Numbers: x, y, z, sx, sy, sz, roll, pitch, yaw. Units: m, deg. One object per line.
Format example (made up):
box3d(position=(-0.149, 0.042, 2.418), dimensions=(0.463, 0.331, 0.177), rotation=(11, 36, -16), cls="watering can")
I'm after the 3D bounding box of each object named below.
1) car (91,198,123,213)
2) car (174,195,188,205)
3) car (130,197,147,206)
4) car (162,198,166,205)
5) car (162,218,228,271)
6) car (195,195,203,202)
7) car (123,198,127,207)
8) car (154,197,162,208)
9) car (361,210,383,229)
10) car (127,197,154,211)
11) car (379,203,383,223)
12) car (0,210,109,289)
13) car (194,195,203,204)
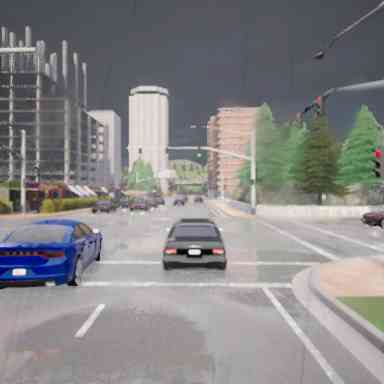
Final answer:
box3d(position=(-9.815, 1.607, 37.801), dimensions=(2.033, 1.411, 5.357), rotation=(0, 0, 1), cls="car")
box3d(position=(-2.167, 1.614, 59.233), dimensions=(1.812, 1.442, 4.674), rotation=(0, 0, 1), cls="car")
box3d(position=(-9.334, 1.637, 58.393), dimensions=(2.033, 1.411, 5.357), rotation=(0, 0, 2), cls="car")
box3d(position=(-5.822, 1.653, 58.933), dimensions=(1.994, 1.385, 4.181), rotation=(0, 0, 2), cls="car")
box3d(position=(0.086, 1.564, 10.886), dimensions=(2.033, 1.411, 5.357), rotation=(0, 0, 0), cls="car")
box3d(position=(1.603, 1.442, 78.274), dimensions=(1.837, 1.490, 4.892), rotation=(0, 0, 1), cls="car")
box3d(position=(-9.604, 1.621, 47.844), dimensions=(2.033, 1.411, 5.357), rotation=(0, 0, 1), cls="car")
box3d(position=(-6.074, 1.639, 48.979), dimensions=(1.994, 1.385, 4.181), rotation=(0, 0, 1), cls="car")
box3d(position=(13.318, 1.504, 20.824), dimensions=(5.008, 1.535, 1.882), rotation=(0, 0, 3), cls="car")
box3d(position=(-6.253, 1.626, 40.614), dimensions=(1.994, 1.385, 4.181), rotation=(0, 0, 1), cls="car")
box3d(position=(16.448, 1.556, 24.165), dimensions=(4.674, 1.442, 1.812), rotation=(0, 0, 3), cls="car")
box3d(position=(-3.770, 1.493, 9.287), dimensions=(1.882, 1.535, 5.008), rotation=(0, 0, -5), cls="car")
box3d(position=(1.418, 1.597, 69.056), dimensions=(1.837, 1.490, 4.892), rotation=(0, 0, 1), cls="car")
